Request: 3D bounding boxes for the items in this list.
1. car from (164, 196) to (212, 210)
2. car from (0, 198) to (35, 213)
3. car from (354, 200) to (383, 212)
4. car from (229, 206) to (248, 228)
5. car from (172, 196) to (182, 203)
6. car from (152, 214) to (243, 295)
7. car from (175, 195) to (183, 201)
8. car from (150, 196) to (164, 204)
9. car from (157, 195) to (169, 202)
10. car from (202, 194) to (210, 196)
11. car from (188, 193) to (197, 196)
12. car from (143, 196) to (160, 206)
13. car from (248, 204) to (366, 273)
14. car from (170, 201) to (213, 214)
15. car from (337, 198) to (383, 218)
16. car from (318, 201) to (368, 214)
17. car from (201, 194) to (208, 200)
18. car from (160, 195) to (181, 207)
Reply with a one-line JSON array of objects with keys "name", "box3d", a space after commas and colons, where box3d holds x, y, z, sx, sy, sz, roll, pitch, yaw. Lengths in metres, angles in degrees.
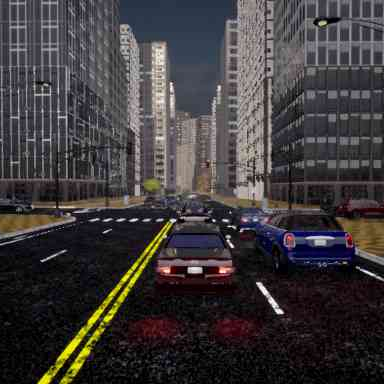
[{"name": "car", "box3d": [-0.338, 1.467, 36.981, 4.892, 1.490, 1.837, 1, 1, 1]}, {"name": "car", "box3d": [-18.761, 1.340, 34.140, 4.902, 1.511, 2.128, 1, 1, 1]}, {"name": "car", "box3d": [21.888, 1.642, 39.183, 4.829, 1.417, 1.752, 1, 0, 1]}, {"name": "car", "box3d": [3.391, 1.537, 20.235, 2.033, 1.411, 5.357, 0, 0, 0]}, {"name": "car", "box3d": [-3.112, 1.543, 69.456, 1.895, 1.301, 4.718, 0, 0, 0]}, {"name": "car", "box3d": [0.110, 1.544, 8.881, 2.033, 1.411, 5.357, 0, 0, 1]}, {"name": "car", "box3d": [-3.092, 1.429, 79.535, 1.837, 1.490, 4.892, 0, 0, 0]}, {"name": "car", "box3d": [-6.436, 1.499, 62.281, 2.033, 1.411, 5.357, 0, 0, 0]}, {"name": "car", "box3d": [-6.355, 1.478, 72.951, 2.033, 1.411, 5.357, 0, 0, 0]}, {"name": "car", "box3d": [3.406, 1.437, 73.999, 1.837, 1.490, 4.892, 0, 0, 0]}, {"name": "car", "box3d": [0.165, 1.149, 82.716, 2.150, 2.045, 5.566, 0, 0, 0]}, {"name": "car", "box3d": [-6.489, 1.468, 52.401, 1.837, 1.490, 4.892, 0, 0, 0]}, {"name": "car", "box3d": [3.370, 1.347, 10.851, 2.097, 1.767, 4.553, 0, 0, 0]}, {"name": "car", "box3d": [0.137, 1.482, 18.626, 2.128, 1.511, 4.902, 0, 0, 0]}, {"name": "car", "box3d": [16.262, 1.518, 30.907, 5.009, 1.841, 2.192, 1, 0, 1]}, {"name": "car", "box3d": [16.585, 1.713, 36.685, 4.718, 1.301, 1.895, 1, 1, 1]}, {"name": "car", "box3d": [3.436, 1.386, 92.556, 1.882, 1.535, 5.008, 0, 0, 0]}, {"name": "car", "box3d": [-3.221, 1.317, 50.561, 2.097, 1.767, 4.553, 0, 0, -1]}]
